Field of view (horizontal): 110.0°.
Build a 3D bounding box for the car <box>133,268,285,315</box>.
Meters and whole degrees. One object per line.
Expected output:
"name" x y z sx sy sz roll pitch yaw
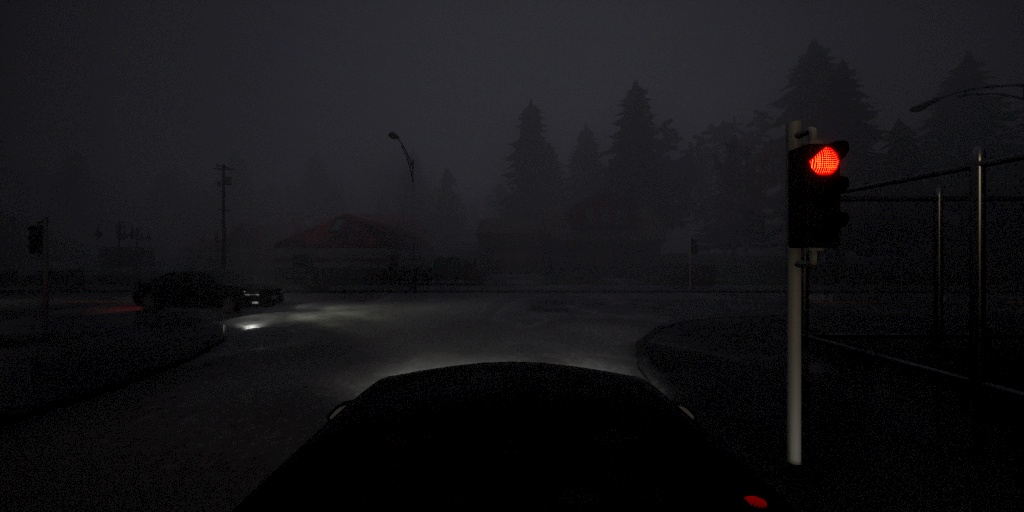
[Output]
"car" -11.091 1.227 13.273 5.008 1.535 1.882 0 0 6
